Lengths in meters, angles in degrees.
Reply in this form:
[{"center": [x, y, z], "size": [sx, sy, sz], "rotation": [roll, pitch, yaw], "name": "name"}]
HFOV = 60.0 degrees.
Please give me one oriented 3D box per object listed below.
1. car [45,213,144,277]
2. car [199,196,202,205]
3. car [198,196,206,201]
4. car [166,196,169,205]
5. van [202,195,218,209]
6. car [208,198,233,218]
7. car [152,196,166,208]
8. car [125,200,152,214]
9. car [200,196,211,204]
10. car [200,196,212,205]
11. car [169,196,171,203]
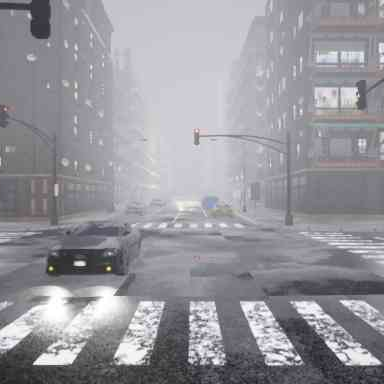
[{"center": [-2.748, 1.567, 10.131], "size": [1.994, 1.385, 4.181], "rotation": [0, 0, 0], "name": "car"}, {"center": [2.581, 1.347, 49.728], "size": [2.192, 1.841, 5.009], "rotation": [1, 0, 0], "name": "car"}, {"center": [2.581, 1.627, 83.665], "size": [1.887, 1.381, 4.507], "rotation": [1, 0, 0], "name": "car"}, {"center": [-5.301, 1.563, 55.158], "size": [1.752, 1.417, 4.829], "rotation": [1, 0, 0], "name": "car"}, {"center": [2.613, 1.366, 44.075], "size": [1.690, 1.788, 3.998], "rotation": [1, 0, 0], "name": "van"}, {"center": [2.707, 1.538, 30.241], "size": [1.752, 1.417, 4.829], "rotation": [1, 0, 0], "name": "car"}, {"center": [-5.302, 1.613, 49.670], "size": [1.802, 1.307, 4.206], "rotation": [1, 0, 0], "name": "car"}, {"center": [-5.432, 1.565, 32.697], "size": [2.008, 1.369, 4.403], "rotation": [1, 0, 0], "name": "car"}, {"center": [2.580, 1.604, 66.697], "size": [2.008, 1.369, 4.403], "rotation": [1, 0, 0], "name": "car"}, {"center": [2.581, 1.486, 61.040], "size": [1.967, 1.590, 4.097], "rotation": [1, 0, 0], "name": "car"}, {"center": [-5.301, 1.627, 60.986], "size": [1.802, 1.307, 4.206], "rotation": [1, 0, 0], "name": "car"}]
